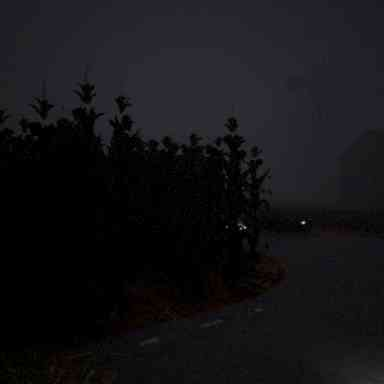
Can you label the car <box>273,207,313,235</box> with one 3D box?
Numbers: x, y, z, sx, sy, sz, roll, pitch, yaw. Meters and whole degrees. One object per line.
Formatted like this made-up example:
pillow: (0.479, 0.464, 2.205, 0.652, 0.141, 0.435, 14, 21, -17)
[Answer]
car: (4.707, 1.550, 18.784, 1.994, 1.385, 4.181, 0, 0, -30)
